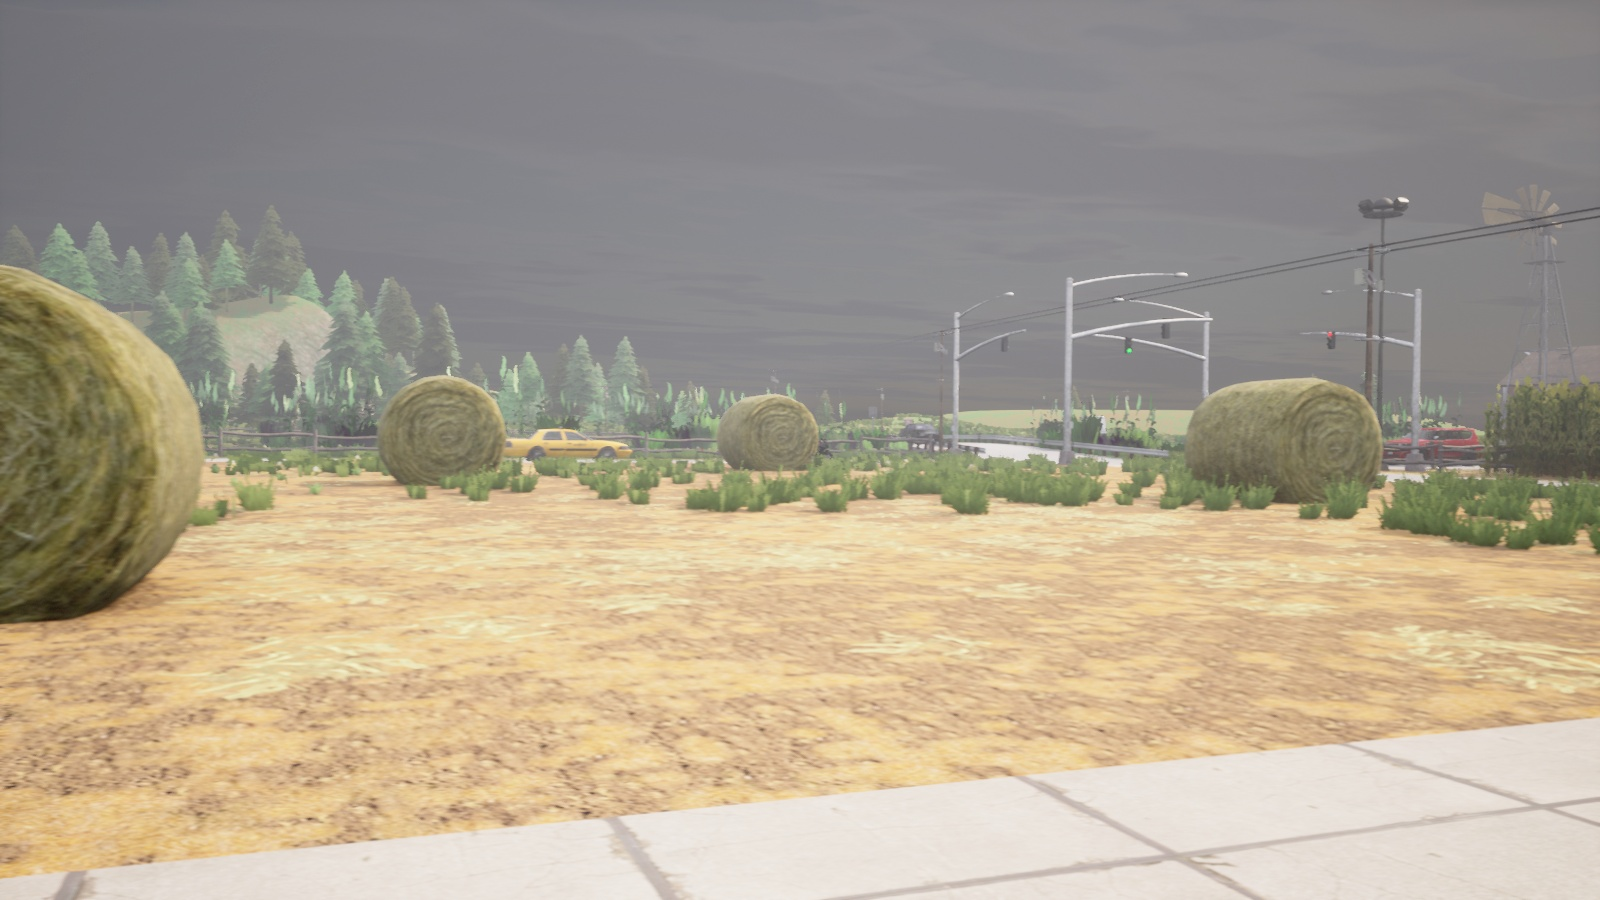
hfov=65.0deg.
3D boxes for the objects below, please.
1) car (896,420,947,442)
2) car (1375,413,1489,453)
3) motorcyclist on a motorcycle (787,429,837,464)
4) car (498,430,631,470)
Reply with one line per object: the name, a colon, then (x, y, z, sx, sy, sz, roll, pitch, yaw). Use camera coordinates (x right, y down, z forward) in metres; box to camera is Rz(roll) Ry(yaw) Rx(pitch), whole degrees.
car: (8.475, -1.345, 88.122, 2.033, 1.411, 5.357, -1, 2, -12)
car: (33.523, -0.903, 66.640, 5.566, 2.045, 2.150, -1, 1, -20)
motorcyclist on a motorcycle: (0.533, -0.150, 56.326, 2.044, 1.523, 0.797, -1, 1, -17)
car: (-9.960, -0.028, 53.127, 5.366, 1.575, 1.801, -1, 1, -17)
